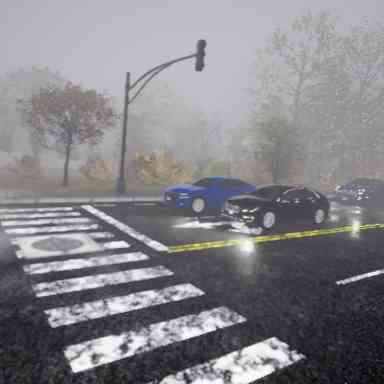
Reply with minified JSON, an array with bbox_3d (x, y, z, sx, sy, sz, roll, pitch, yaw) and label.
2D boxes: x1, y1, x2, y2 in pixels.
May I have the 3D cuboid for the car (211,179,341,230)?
[{"bbox_3d":[3.367,0.456,12.916,4.892,1.490,1.837,0,8,-35],"label":"car"}]

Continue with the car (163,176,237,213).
[{"bbox_3d":[1.071,-0.003,15.234,5.008,1.535,1.882,0,8,-36],"label":"car"}]

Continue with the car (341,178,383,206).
[{"bbox_3d":[11.699,-0.138,22.570,4.553,1.767,2.097,0,8,-35],"label":"car"}]
